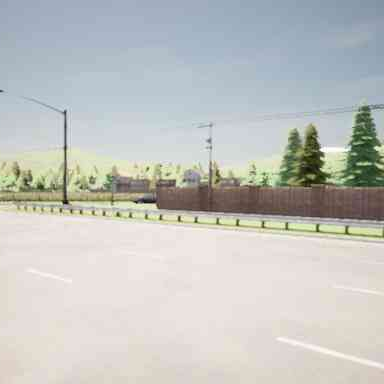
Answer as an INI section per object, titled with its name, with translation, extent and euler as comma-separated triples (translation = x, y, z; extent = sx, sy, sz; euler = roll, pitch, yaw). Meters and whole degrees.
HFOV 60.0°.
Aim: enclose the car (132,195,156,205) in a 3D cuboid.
[car]
translation = -6.712, 1.190, 51.363
extent = 5.008, 1.535, 1.882
euler = 0, 0, -29
